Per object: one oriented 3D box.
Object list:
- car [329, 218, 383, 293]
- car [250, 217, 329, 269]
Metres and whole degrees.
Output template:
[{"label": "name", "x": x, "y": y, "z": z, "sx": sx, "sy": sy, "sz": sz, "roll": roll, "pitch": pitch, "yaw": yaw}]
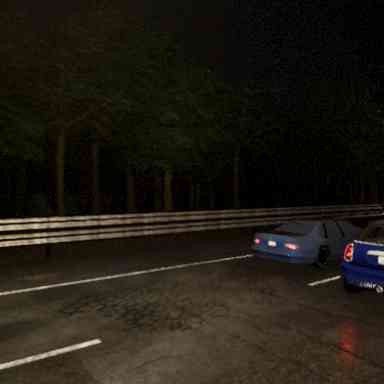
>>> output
[{"label": "car", "x": 5.487, "y": 1.356, "z": 7.658, "sx": 4.553, "sy": 1.767, "sz": 2.097, "roll": 0, "pitch": 0, "yaw": -35}, {"label": "car", "x": 4.378, "y": 1.552, "z": 11.167, "sx": 5.357, "sy": 1.411, "sz": 2.033, "roll": 0, "pitch": 0, "yaw": -36}]
